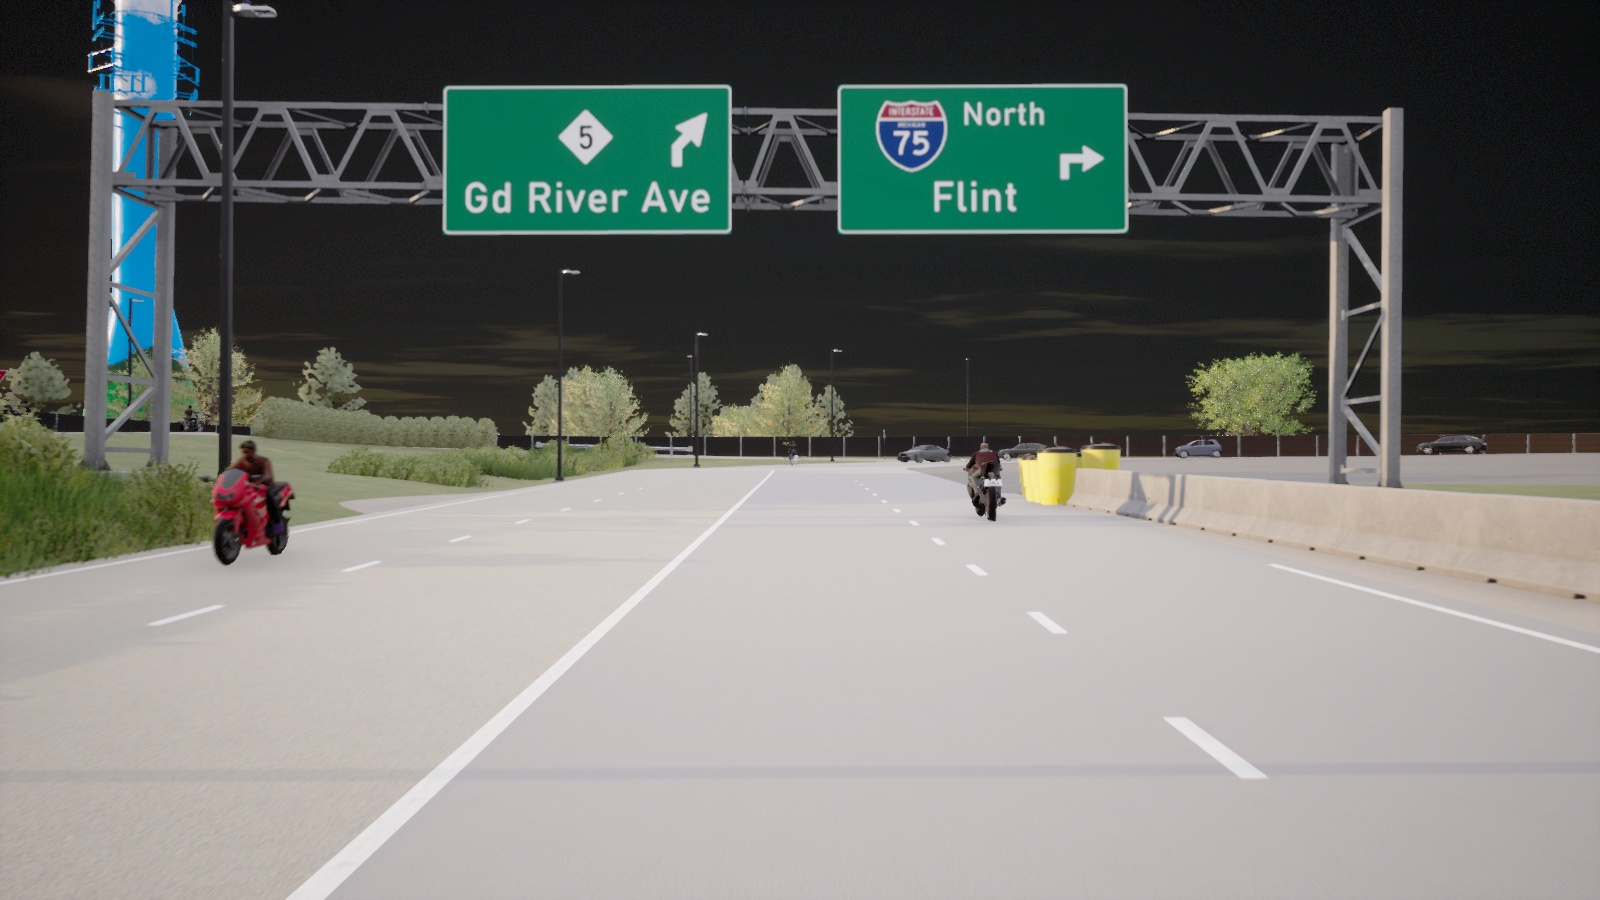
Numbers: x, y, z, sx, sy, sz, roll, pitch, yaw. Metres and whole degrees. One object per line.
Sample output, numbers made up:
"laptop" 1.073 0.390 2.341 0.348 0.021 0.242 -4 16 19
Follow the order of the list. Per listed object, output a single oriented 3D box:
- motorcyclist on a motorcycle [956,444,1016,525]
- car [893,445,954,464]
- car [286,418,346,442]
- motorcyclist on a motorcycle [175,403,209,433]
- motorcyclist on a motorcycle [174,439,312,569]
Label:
"motorcyclist on a motorcycle" 3.659 0.642 24.836 0.866 1.530 2.191 0 0 0
"car" 9.291 0.323 94.412 4.181 1.385 1.994 -1 0 -33
"car" -33.905 -1.351 88.092 1.970 1.475 3.806 0 -2 18
"motorcyclist on a motorcycle" -35.778 -1.875 73.910 0.766 1.649 2.350 0 -2 3
"motorcyclist on a motorcycle" -6.894 0.623 15.672 0.797 1.523 2.044 0 0 0
